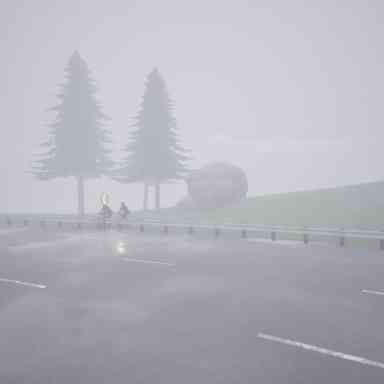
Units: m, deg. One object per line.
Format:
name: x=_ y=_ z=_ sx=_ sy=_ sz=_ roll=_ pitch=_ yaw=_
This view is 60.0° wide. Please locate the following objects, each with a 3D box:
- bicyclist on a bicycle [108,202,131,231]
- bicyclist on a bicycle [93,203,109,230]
bicyclist on a bicycle: x=-3.967 y=1.434 z=19.315 sx=0.582 sy=1.620 sz=1.656 roll=0 pitch=-5 yaw=23
bicyclist on a bicycle: x=-5.145 y=1.421 z=19.705 sx=0.582 sy=1.620 sz=1.656 roll=0 pitch=-4 yaw=36
